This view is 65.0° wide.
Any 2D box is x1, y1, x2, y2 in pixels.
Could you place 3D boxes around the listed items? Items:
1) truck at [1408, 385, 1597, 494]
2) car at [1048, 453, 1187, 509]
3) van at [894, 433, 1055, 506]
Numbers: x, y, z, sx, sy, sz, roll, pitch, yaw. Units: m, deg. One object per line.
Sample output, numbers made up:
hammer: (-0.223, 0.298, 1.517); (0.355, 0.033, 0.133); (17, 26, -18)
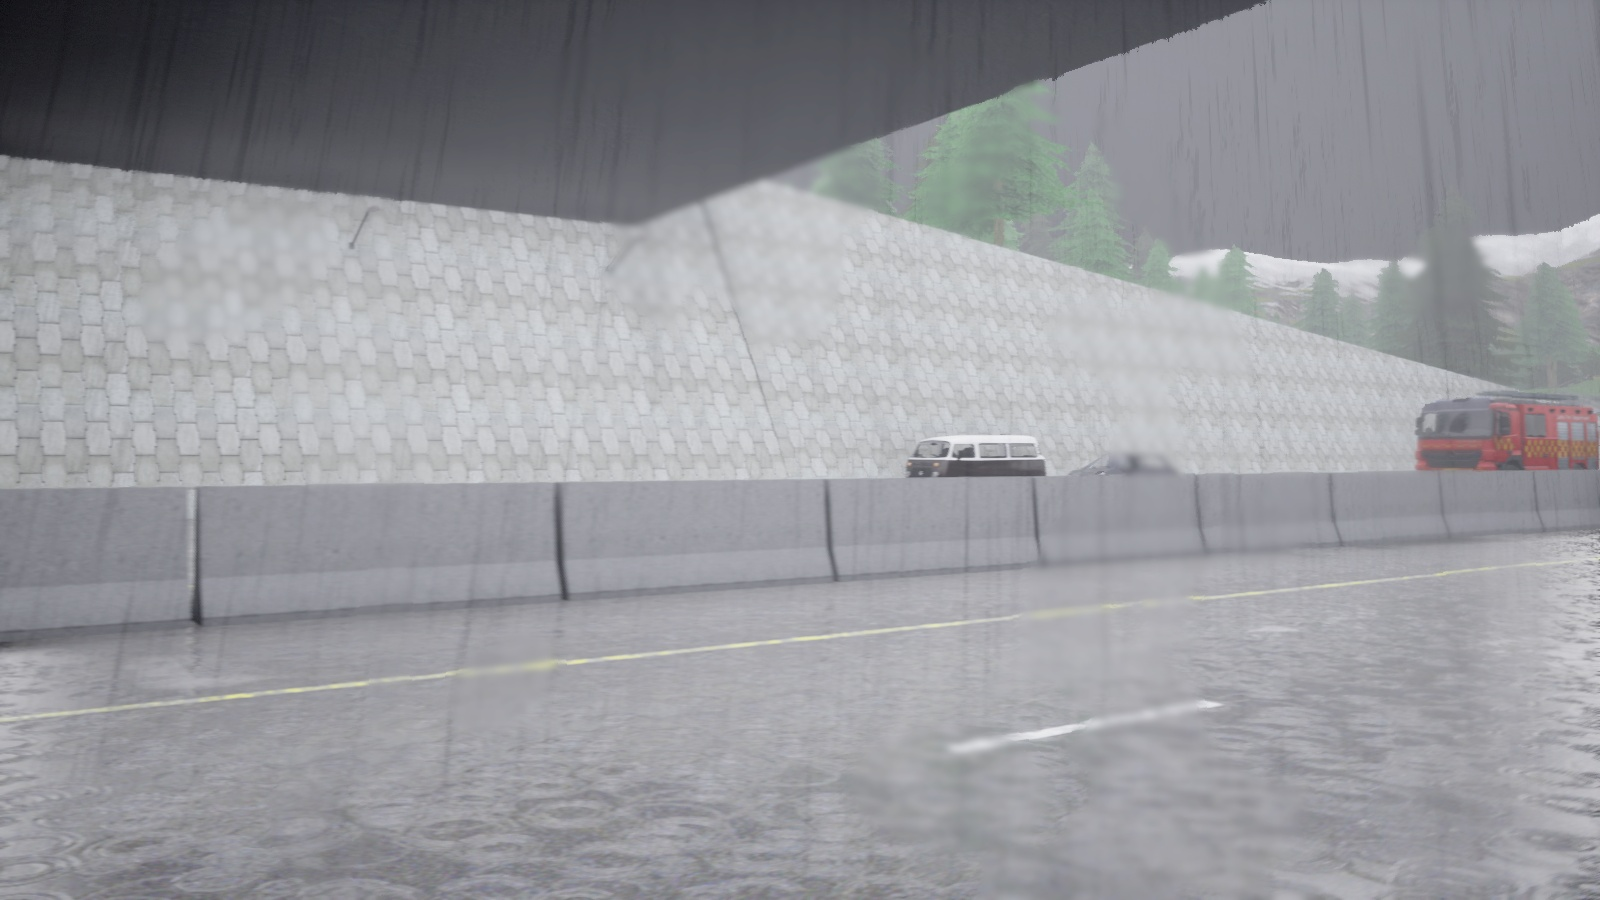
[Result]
truck: (26.904, -0.359, 47.929); (8.468, 3.827, 2.891); (0, 0, -35)
car: (8.984, 0.826, 35.472); (3.633, 1.501, 1.845); (0, 0, -35)
van: (5.185, 0.548, 37.096); (4.480, 2.038, 2.069); (0, 0, -35)
